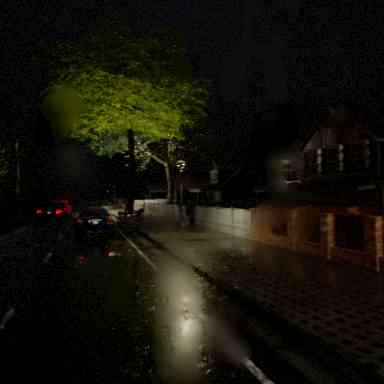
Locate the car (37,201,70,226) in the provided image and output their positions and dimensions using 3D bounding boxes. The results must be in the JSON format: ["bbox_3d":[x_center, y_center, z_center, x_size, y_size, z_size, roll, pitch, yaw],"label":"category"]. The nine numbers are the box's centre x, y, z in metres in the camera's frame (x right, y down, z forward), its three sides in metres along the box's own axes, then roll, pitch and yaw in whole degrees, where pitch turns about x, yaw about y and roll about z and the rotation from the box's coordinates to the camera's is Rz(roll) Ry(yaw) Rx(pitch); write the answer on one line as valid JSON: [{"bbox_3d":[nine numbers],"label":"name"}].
[{"bbox_3d":[-12.924,1.917,30.802,2.150,2.045,5.566,-1,-1,-17],"label":"car"}]

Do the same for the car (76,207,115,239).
[{"bbox_3d":[-5.968,1.740,20.321,2.097,1.767,4.553,-1,-1,-18],"label":"car"}]

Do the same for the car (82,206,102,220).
[{"bbox_3d":[-11.129,2.297,36.864,1.895,1.301,4.718,-1,0,-18],"label":"car"}]
